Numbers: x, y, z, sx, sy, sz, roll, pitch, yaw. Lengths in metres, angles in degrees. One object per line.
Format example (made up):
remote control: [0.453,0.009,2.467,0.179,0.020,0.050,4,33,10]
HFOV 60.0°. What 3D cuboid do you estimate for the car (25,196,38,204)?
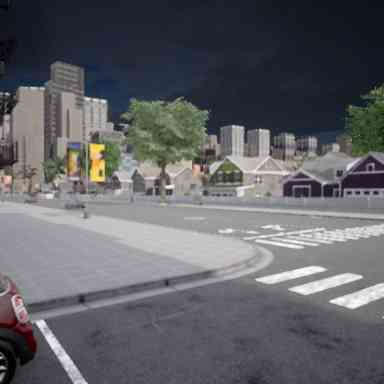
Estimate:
car: [-33.175,1.610,68.644,1.837,1.490,4.892,-1,0,-35]

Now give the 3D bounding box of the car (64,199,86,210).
car: [-15.038,1.579,42.977,1.994,1.385,4.181,-1,0,-35]

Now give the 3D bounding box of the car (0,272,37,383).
car: [-3.940,1.451,3.379,4.097,1.590,1.967,-1,0,-35]
